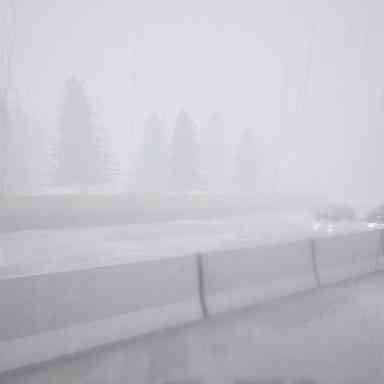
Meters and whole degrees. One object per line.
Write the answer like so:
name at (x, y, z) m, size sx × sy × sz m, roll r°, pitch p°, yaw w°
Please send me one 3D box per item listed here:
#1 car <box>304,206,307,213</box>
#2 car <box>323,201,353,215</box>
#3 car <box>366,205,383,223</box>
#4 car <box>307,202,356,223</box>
car at (15.896, 1.934, 42.498) m, size 1.994 × 1.385 × 4.181 m, roll -1°, pitch -1°, yaw 40°
car at (16.834, 1.835, 38.289) m, size 1.812 × 1.442 × 4.674 m, roll -1°, pitch -1°, yaw 42°
car at (15.660, 1.750, 26.822) m, size 1.994 × 1.385 × 4.181 m, roll -1°, pitch -1°, yaw 45°
car at (12.208, 1.779, 28.257) m, size 5.357 × 1.411 × 2.033 m, roll 0°, pitch -1°, yaw -45°
